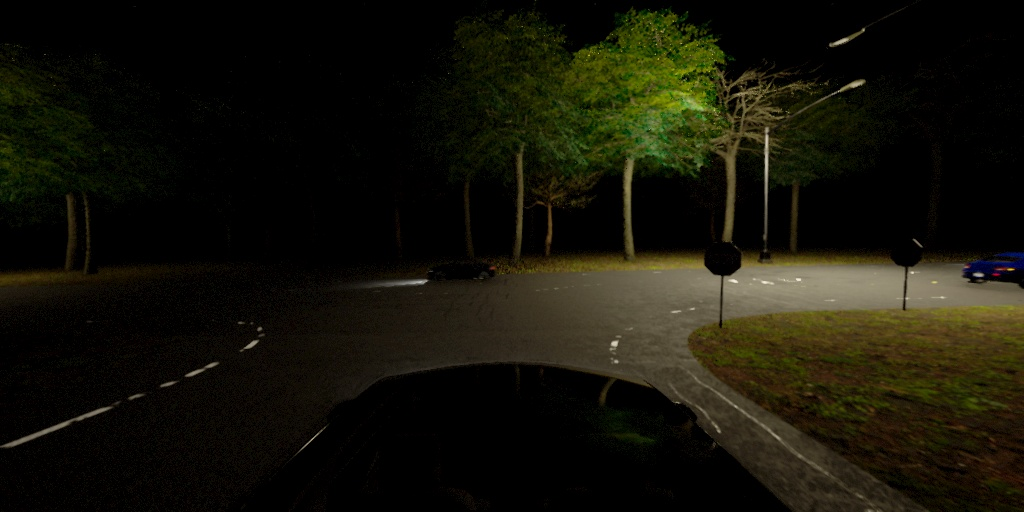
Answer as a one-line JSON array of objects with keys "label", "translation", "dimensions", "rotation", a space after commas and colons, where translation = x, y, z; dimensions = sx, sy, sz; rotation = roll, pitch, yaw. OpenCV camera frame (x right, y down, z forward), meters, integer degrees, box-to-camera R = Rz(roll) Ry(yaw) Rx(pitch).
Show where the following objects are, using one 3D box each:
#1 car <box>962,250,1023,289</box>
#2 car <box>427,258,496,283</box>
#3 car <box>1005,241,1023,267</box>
[{"label": "car", "translation": [22.132, 0.569, 15.224], "dimensions": [4.674, 1.442, 1.812], "rotation": [-2, 4, 0]}, {"label": "car", "translation": [-3.067, 0.854, 22.170], "dimensions": [4.181, 1.385, 1.994], "rotation": [-1, 2, -1]}, {"label": "car", "translation": [34.300, -0.214, 22.177], "dimensions": [5.008, 1.535, 1.882], "rotation": [-3, 4, 0]}]
